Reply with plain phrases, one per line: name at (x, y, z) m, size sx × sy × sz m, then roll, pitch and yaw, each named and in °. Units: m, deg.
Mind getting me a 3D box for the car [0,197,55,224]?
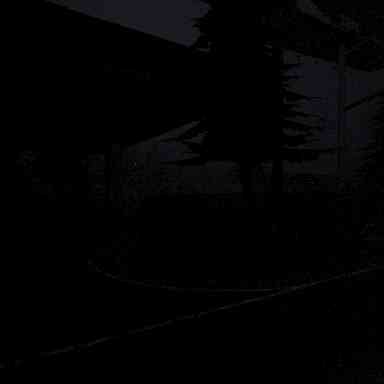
car at (-11.918, 1.313, 23.510) m, size 3.866 × 1.878 × 1.905 m, roll 0°, pitch 0°, yaw -36°
